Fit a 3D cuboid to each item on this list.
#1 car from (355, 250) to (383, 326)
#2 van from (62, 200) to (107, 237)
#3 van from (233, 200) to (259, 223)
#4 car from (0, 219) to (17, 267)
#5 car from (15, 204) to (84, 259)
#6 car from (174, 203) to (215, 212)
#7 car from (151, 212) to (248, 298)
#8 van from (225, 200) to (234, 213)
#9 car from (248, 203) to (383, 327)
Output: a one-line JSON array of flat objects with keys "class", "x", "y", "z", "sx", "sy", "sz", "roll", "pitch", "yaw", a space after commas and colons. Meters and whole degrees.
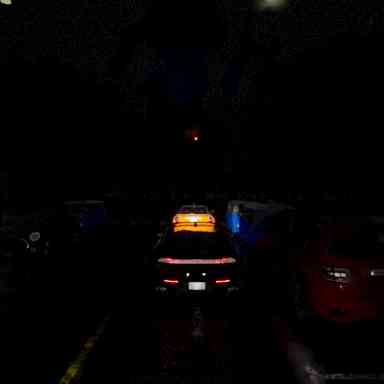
[{"class": "car", "x": 2.761, "y": 1.440, "z": 1.510, "sx": 1.967, "sy": 1.590, "sz": 4.097, "roll": 0, "pitch": 0, "yaw": 0}, {"class": "van", "x": -5.783, "y": 1.342, "z": 17.814, "sx": 1.690, "sy": 1.788, "sz": 3.998, "roll": 0, "pitch": 0, "yaw": 0}, {"class": "van", "x": 2.749, "y": 1.342, "z": 12.385, "sx": 1.690, "sy": 1.788, "sz": 3.998, "roll": 0, "pitch": 0, "yaw": 0}, {"class": "car", "x": -5.770, "y": 1.525, "z": 6.769, "sx": 1.752, "sy": 1.417, "sz": 4.829, "roll": 0, "pitch": 0, "yaw": 0}, {"class": "car", "x": -5.776, "y": 1.441, "z": 12.376, "sx": 1.967, "sy": 1.590, "sz": 4.097, "roll": 0, "pitch": 0, "yaw": 0}, {"class": "car", "x": 0.120, "y": 1.353, "z": 17.520, "sx": 2.097, "sy": 1.767, "sz": 4.553, "roll": 0, "pitch": 0, "yaw": 1}, {"class": "car", "x": 0.094, "y": 1.492, "z": 8.471, "sx": 2.128, "sy": 1.511, "sz": 4.902, "roll": 0, "pitch": 0, "yaw": 0}, {"class": "van", "x": 2.743, "y": 1.342, "z": 17.823, "sx": 1.690, "sy": 1.788, "sz": 3.998, "roll": 0, "pitch": 0, "yaw": 0}, {"class": "car", "x": 2.755, "y": 1.315, "z": 6.948, "sx": 2.192, "sy": 1.841, "sz": 5.009, "roll": 0, "pitch": 0, "yaw": 0}]
